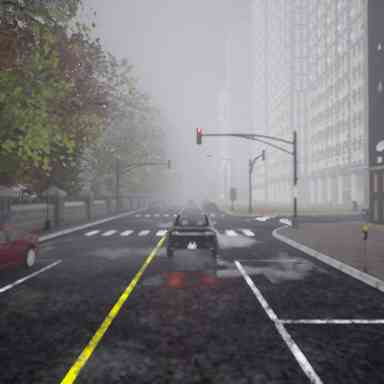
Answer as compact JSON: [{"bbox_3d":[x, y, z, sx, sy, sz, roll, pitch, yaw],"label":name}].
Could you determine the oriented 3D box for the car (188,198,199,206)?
[{"bbox_3d":[0.000,2.283,74.645,1.837,1.490,4.892,0,-1,0],"label":"car"}]

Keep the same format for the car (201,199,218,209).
[{"bbox_3d":[2.691,2.051,46.943,1.947,1.339,4.313,0,-1,0],"label":"car"}]

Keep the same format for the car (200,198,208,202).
[{"bbox_3d":[2.692,2.112,52.576,1.947,1.339,4.313,0,-1,0],"label":"car"}]

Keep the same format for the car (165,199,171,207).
[{"bbox_3d":[-5.688,2.109,63.842,1.967,1.590,4.097,0,-1,0],"label":"car"}]

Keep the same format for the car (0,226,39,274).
[{"bbox_3d":[-5.818,1.636,9.027,1.887,1.381,4.507,0,-1,0],"label":"car"}]

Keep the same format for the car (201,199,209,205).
[{"bbox_3d":[3.150,2.403,82.254,1.812,1.442,4.674,0,-1,0],"label":"car"}]

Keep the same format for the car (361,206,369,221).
[{"bbox_3d":[14.673,1.522,24.356,4.313,1.339,1.947,-1,0,0],"label":"car"}]

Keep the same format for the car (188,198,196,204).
[{"bbox_3d":[0.000,2.275,84.229,1.837,1.490,4.892,0,-1,0],"label":"car"}]

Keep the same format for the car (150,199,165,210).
[{"bbox_3d":[-5.689,2.128,52.575,1.802,1.307,4.206,0,-1,0],"label":"car"}]

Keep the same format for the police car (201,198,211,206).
[{"bbox_3d":[3.135,2.223,75.365,1.930,1.638,5.238,0,-1,0],"label":"police car"}]

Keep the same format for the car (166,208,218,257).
[{"bbox_3d":[0.023,1.629,13.517,2.128,1.511,4.902,0,0,0],"label":"car"}]

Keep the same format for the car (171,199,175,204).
[{"bbox_3d":[-5.689,2.535,92.000,1.887,1.381,4.507,0,-1,0],"label":"car"}]
